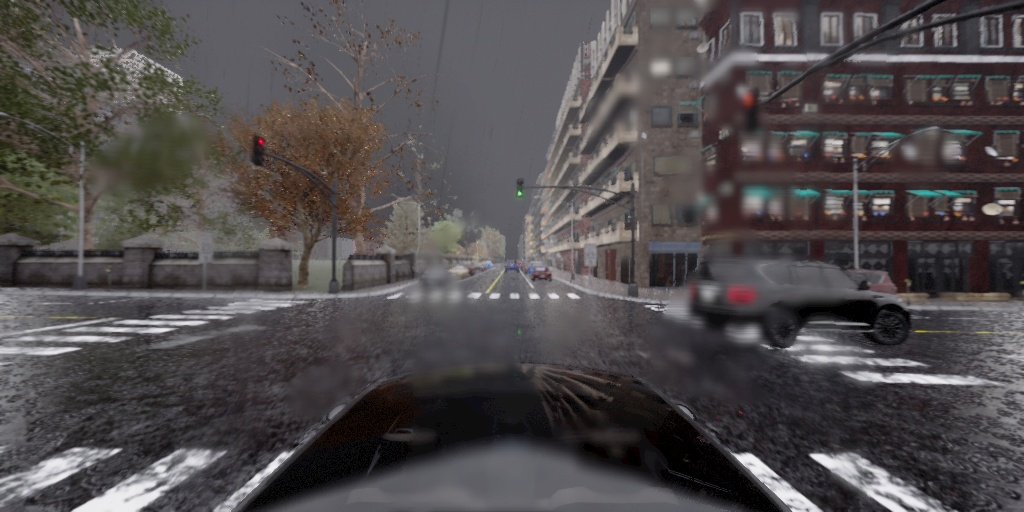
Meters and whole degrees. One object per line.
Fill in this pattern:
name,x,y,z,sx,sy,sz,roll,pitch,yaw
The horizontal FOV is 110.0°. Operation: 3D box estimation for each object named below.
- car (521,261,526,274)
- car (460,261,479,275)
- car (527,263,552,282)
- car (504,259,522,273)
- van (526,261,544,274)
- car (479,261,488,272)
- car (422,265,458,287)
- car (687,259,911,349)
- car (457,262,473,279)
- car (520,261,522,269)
car,2.683,1.708,50.241,1.967,1.591,4.097,0,0,0
car,-5.697,1.520,44.610,2.192,1.841,5.009,0,0,0
car,2.685,1.626,33.351,1.888,1.381,4.507,0,0,0
car,-0.009,1.557,56.060,2.150,2.045,5.566,0,-1,0
van,2.685,1.483,38.981,1.690,1.789,3.998,0,0,0
car,-5.700,1.838,61.499,1.967,1.591,4.097,0,0,0
car,-5.694,1.586,27.720,1.948,1.339,4.313,0,0,0
car,7.556,1.177,9.620,5.566,2.045,2.150,2,-2,-13
car,-5.695,1.668,38.810,1.751,1.417,4.829,0,0,0
car,2.681,1.883,55.870,2.007,1.370,4.403,0,0,0
